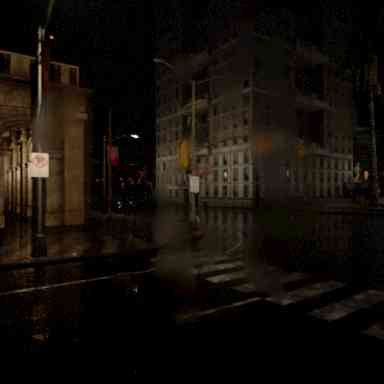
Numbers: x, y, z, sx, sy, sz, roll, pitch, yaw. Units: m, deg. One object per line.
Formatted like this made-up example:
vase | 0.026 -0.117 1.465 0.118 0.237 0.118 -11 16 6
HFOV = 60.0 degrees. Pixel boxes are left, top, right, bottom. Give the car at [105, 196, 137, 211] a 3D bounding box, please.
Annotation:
car | -9.138 1.344 41.544 2.097 1.767 4.553 0 0 -36

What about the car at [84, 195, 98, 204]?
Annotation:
car | -18.967 1.341 61.221 2.097 1.767 4.553 0 0 -36

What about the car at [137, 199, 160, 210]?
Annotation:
car | -5.779 1.555 42.866 1.994 1.385 4.181 0 0 -36
